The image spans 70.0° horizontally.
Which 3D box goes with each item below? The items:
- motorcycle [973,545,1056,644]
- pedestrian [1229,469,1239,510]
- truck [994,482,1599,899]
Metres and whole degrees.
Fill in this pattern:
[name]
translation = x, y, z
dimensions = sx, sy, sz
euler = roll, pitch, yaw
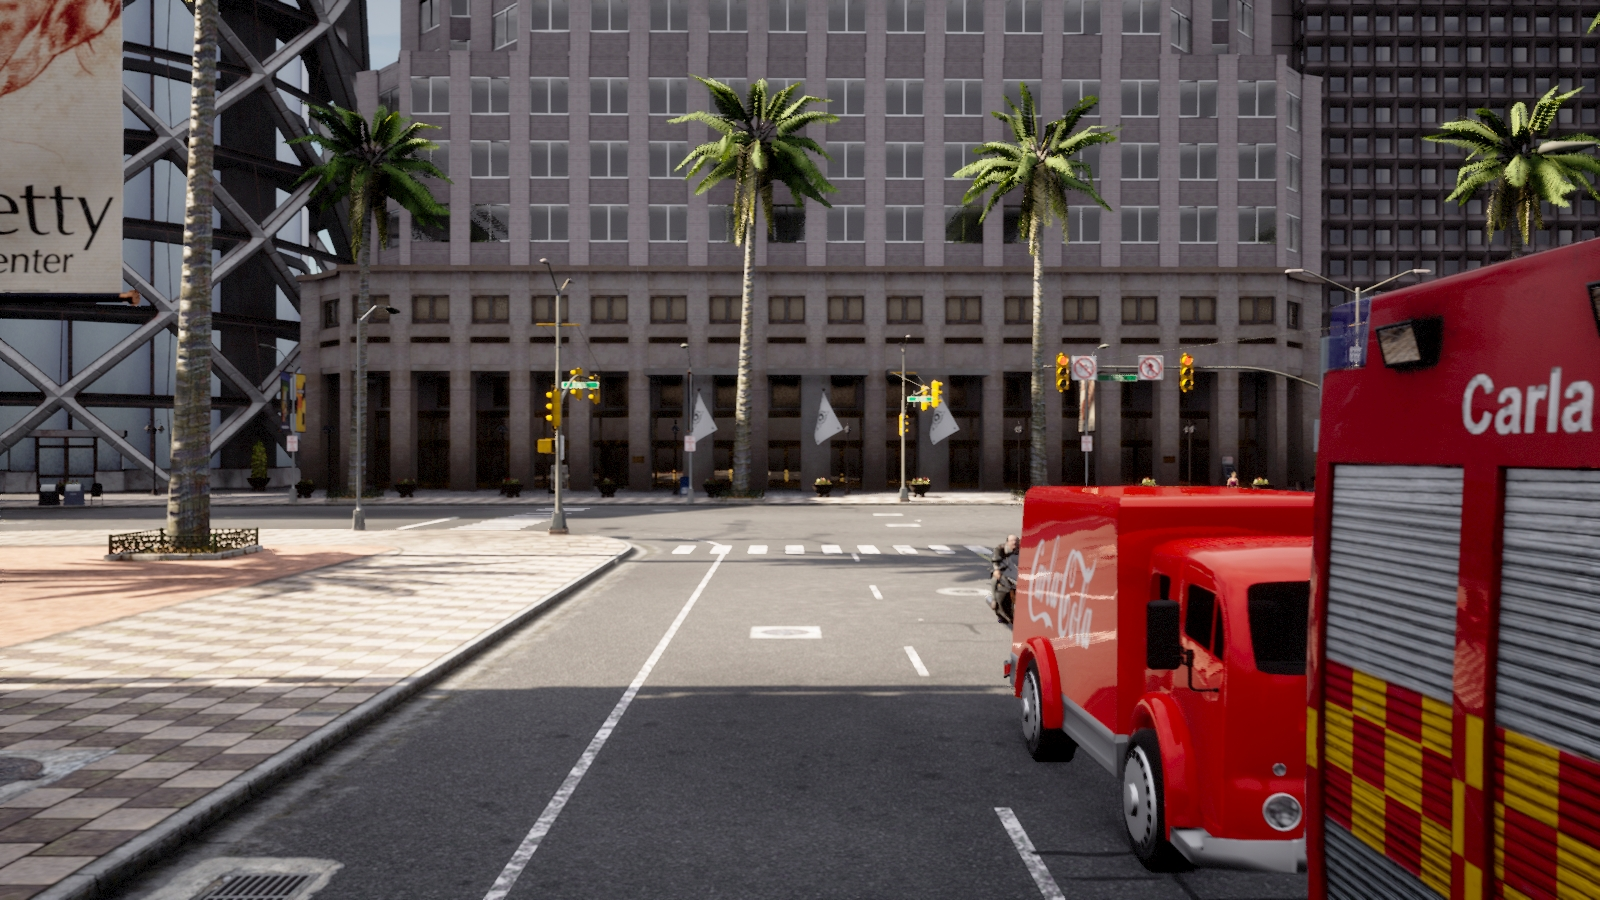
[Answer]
[motorcycle]
translation = 3.288, 2.195, 17.717
dimensions = 0.867, 1.251, 2.209
euler = 0, 0, 0
[pedestrian]
translation = 19.820, 1.821, 52.221
dimensions = 0.375, 1.860, 0.375
euler = 0, 0, 10
[truck]
translation = 3.331, 1.563, 9.130
dimensions = 2.627, 2.467, 5.204
euler = 0, 0, -1
